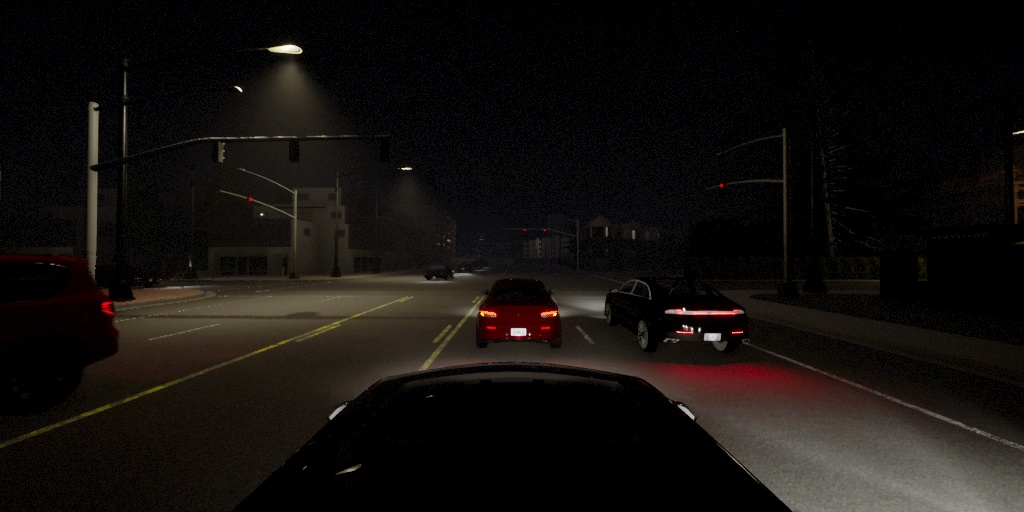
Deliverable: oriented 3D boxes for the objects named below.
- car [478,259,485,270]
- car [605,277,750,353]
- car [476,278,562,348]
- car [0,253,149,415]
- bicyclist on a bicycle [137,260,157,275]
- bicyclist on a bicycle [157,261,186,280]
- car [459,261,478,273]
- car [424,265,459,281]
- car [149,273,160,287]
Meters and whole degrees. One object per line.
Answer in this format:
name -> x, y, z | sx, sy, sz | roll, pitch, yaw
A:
car -> -6.282, 1.620, 62.824 | 1.837, 1.490, 4.892 | 0, 0, 1
car -> 3.657, 1.250, 8.882 | 2.128, 1.511, 4.902 | 0, 0, 1
car -> 0.166, 1.288, 9.128 | 1.812, 1.442, 4.674 | 0, 0, 1
car -> -7.086, 0.973, 3.084 | 2.150, 2.045, 5.566 | 0, 0, 1
bicyclist on a bicycle -> -31.221, 1.169, 31.224 | 1.656, 1.620, 0.582 | 19, 8, -24
bicyclist on a bicycle -> -29.282, 1.231, 31.021 | 1.656, 1.620, 0.582 | 1, -1, -22
car -> -6.474, 1.609, 50.177 | 2.128, 1.511, 4.902 | 0, 0, 1
car -> -6.690, 1.514, 33.607 | 2.033, 1.411, 5.357 | 0, -1, 1
car -> -25.852, 1.332, 23.285 | 4.892, 1.490, 1.837 | 0, -1, 1
